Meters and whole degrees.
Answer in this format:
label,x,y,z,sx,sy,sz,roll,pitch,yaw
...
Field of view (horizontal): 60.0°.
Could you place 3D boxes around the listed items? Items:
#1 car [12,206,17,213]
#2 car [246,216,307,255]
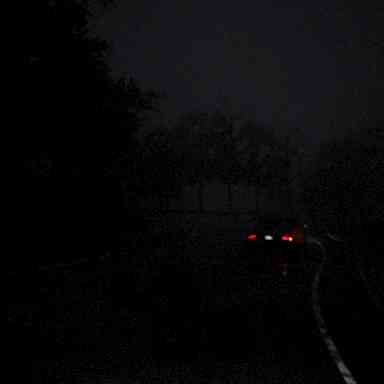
label,x,y,z,sx,sy,sz,roll,pitch,yaw
car,-23.621,2.107,39.646,4.892,1.490,1.837,0,-2,-17
car,3.728,1.714,14.143,2.033,1.411,5.357,0,-1,23
